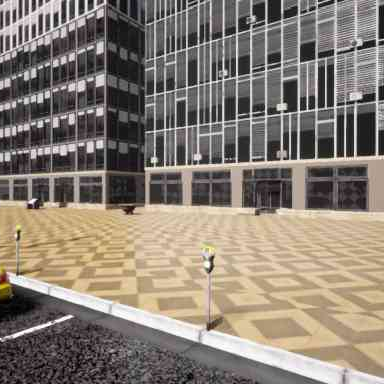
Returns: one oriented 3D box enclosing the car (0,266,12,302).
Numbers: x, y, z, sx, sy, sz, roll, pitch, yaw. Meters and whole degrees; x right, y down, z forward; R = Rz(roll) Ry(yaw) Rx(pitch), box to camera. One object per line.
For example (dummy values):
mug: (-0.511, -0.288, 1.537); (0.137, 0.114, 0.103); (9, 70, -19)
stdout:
car: (-5.565, 1.526, 6.835); (4.829, 1.417, 1.752); (0, 0, 35)
